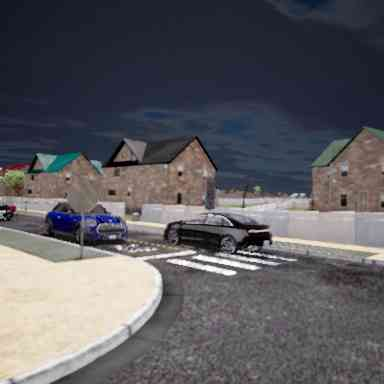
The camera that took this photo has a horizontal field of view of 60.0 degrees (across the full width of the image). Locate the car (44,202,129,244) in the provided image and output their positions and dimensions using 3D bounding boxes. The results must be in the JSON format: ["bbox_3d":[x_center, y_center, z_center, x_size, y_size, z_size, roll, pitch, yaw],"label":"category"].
[{"bbox_3d":[-4.872,1.247,15.223,4.553,1.767,2.097,1,-2,43],"label":"car"}]

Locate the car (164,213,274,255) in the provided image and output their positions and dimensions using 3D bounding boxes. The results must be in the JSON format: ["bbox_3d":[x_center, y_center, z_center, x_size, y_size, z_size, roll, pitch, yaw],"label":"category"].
[{"bbox_3d":[0.916,1.577,13.511,4.902,1.511,2.128,1,-2,44],"label":"car"}]

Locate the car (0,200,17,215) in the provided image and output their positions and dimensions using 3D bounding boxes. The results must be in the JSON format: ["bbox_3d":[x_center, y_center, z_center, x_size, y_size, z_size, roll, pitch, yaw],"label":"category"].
[{"bbox_3d":[-18.825,1.481,32.133,4.718,1.301,1.895,1,-2,43],"label":"car"}]

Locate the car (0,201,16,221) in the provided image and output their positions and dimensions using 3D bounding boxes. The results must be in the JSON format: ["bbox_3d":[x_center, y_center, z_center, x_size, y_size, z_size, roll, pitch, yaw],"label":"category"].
[{"bbox_3d":[-14.938,1.289,24.622,4.902,1.511,2.128,0,-2,43],"label":"car"}]
